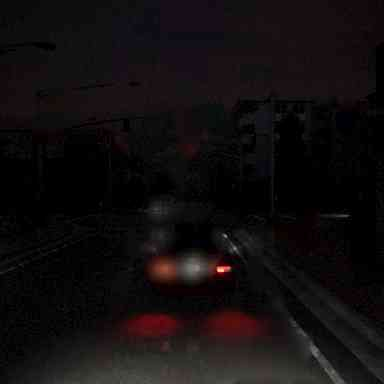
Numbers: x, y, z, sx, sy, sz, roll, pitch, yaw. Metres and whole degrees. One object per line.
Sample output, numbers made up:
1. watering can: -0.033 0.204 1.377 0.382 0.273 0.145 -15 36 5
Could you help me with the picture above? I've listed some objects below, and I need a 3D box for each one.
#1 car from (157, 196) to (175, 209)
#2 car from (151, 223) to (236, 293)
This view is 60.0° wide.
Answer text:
1. car: -3.703 1.506 45.137 1.837 1.490 4.892 0 0 0
2. car: 0.036 1.547 8.960 2.033 1.411 5.357 0 0 0
